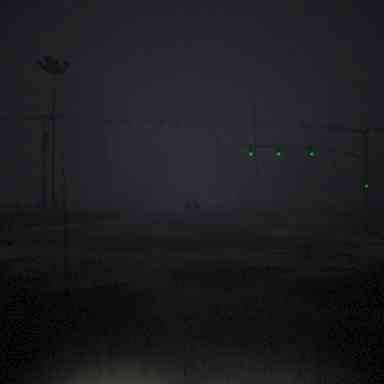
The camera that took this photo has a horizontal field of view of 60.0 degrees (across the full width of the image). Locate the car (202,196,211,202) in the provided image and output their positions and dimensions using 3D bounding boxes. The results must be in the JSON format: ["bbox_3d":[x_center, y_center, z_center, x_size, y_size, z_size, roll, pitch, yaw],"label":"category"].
[{"bbox_3d":[3.505,1.587,80.271,1.895,1.301,4.718,0,0,0],"label":"car"}]

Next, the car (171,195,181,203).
[{"bbox_3d":[-3.496,1.540,70.119,1.837,1.490,4.892,0,0,0],"label":"car"}]

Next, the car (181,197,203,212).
[{"bbox_3d":[0.002,1.586,40.010,1.994,1.385,4.181,0,0,0],"label":"car"}]

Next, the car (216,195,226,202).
[{"bbox_3d":[7.005,1.528,80.241,2.033,1.411,5.357,0,0,0],"label":"car"}]

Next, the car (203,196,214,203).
[{"bbox_3d":[3.504,1.540,70.050,1.837,1.490,4.892,0,0,0],"label":"car"}]

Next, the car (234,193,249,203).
[{"bbox_3d":[10.504,1.265,69.731,2.150,2.045,5.566,0,0,0],"label":"car"}]

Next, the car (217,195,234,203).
[{"bbox_3d":[7.004,1.395,70.023,2.097,1.767,4.553,0,0,0],"label":"car"}]

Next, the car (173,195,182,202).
[{"bbox_3d":[-3.495,1.518,80.243,1.812,1.442,4.674,0,0,0],"label":"car"}]

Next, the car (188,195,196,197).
[{"bbox_3d":[0.004,1.395,70.098,2.097,1.767,4.553,0,0,0],"label":"car"}]

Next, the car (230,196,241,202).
[{"bbox_3d":[10.505,1.584,80.270,1.895,1.301,4.718,0,0,0],"label":"car"}]
